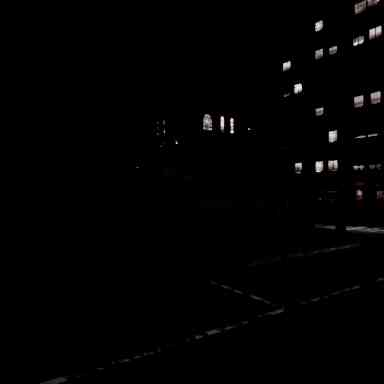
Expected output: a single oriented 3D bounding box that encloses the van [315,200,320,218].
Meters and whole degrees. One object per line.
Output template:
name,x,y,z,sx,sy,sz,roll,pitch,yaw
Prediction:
van,10.486,1.646,32.536,1.690,1.788,3.998,-1,0,-36
